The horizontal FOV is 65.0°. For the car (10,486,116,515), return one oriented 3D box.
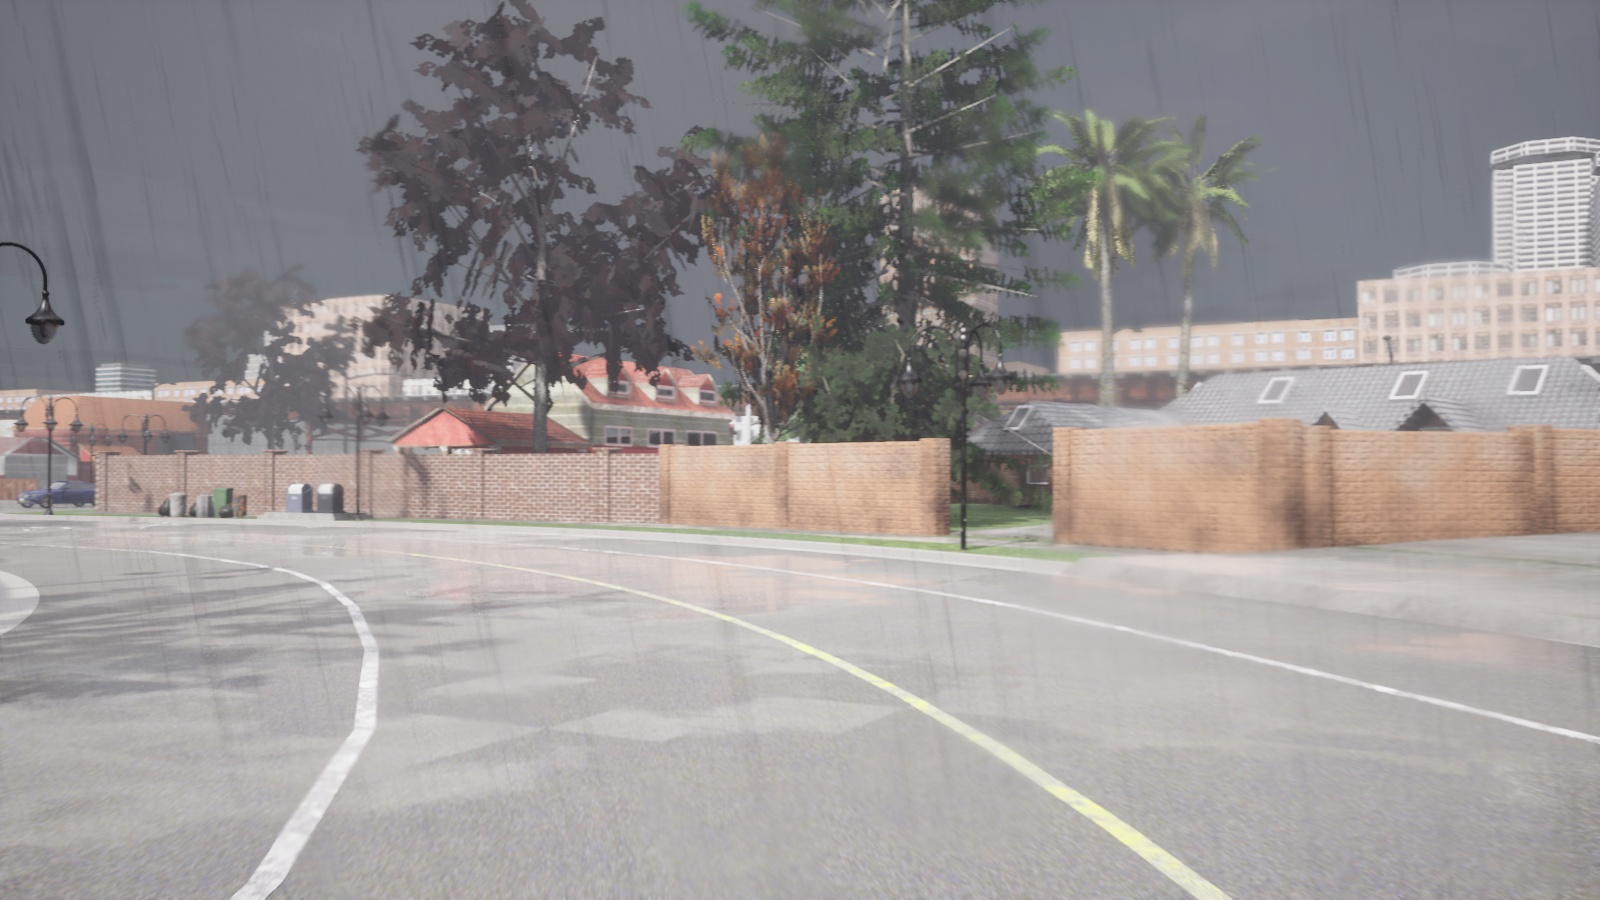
[{"bbox_3d":[-39.539,2.693,67.496,1.812,1.442,4.674,-1,-1,27],"label":"car"}]
